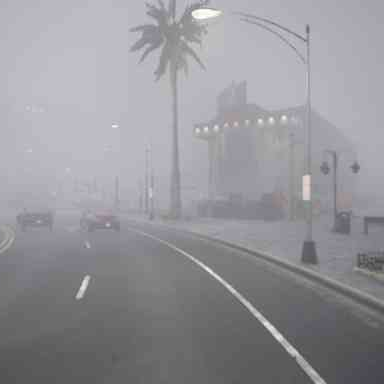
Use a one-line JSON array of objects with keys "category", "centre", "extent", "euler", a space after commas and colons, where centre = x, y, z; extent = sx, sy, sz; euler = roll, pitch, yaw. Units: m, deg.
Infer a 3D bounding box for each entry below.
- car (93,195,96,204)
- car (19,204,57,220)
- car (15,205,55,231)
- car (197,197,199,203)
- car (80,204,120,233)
[{"category": "car", "centre": [-18.373, 1.946, 59.068], "extent": [4.553, 1.767, 2.185], "euler": [-1, -1, 35]}, {"category": "car", "centre": [-15.619, 1.973, 33.706], "extent": [4.181, 1.385, 1.994], "euler": [-1, -1, 42]}, {"category": "car", "centre": [-11.070, 1.761, 23.204], "extent": [1.882, 1.535, 5.008], "euler": [0, -1, -33]}, {"category": "car", "centre": [1.899, 2.050, 58.688], "extent": [4.674, 1.452, 2.002], "euler": [-1, -1, 35]}, {"category": "car", "centre": [-6.004, 1.777, 21.560], "extent": [1.812, 1.442, 4.674], "euler": [0, -1, -28]}]
